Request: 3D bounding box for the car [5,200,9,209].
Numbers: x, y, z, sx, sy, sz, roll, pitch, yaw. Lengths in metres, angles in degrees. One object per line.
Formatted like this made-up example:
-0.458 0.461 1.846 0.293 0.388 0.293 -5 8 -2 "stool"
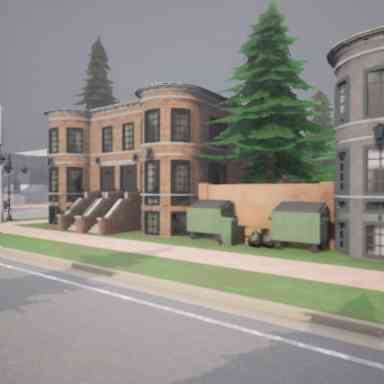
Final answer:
-22.062 1.355 35.169 1.837 1.490 4.892 0 1 35 "car"
